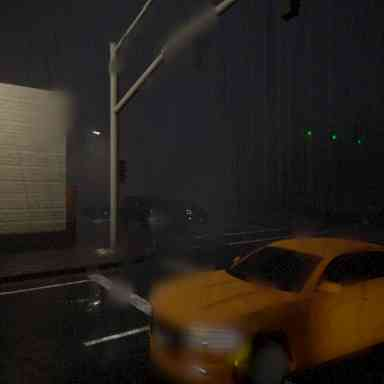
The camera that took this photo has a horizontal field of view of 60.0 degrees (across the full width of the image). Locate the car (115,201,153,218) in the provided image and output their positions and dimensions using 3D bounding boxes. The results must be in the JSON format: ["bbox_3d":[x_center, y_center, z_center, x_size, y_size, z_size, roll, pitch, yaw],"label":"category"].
[{"bbox_3d":[-5.687,1.619,32.115,1.994,1.385,4.181,0,0,-35],"label":"car"}]

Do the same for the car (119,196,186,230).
[{"bbox_3d":[-3.040,1.277,22.372,2.150,2.045,5.566,0,0,-36],"label":"car"}]

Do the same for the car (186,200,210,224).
[{"bbox_3d":[-0.671,1.407,25.084,2.097,1.767,4.553,0,0,-35],"label":"car"}]

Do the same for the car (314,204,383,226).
[{"bbox_3d":[10.498,1.524,21.841,1.882,1.535,5.008,0,0,-36],"label":"car"}]

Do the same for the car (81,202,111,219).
[{"bbox_3d":[-8.502,1.619,30.041,1.994,1.385,4.181,0,0,-35],"label":"car"}]

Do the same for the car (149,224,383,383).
[{"bbox_3d":[1.819,1.484,5.120,5.008,1.535,1.882,0,-1,-28],"label":"car"}]

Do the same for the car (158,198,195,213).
[{"bbox_3d":[-1.895,1.533,39.166,1.882,1.535,5.008,0,0,-36],"label":"car"}]
